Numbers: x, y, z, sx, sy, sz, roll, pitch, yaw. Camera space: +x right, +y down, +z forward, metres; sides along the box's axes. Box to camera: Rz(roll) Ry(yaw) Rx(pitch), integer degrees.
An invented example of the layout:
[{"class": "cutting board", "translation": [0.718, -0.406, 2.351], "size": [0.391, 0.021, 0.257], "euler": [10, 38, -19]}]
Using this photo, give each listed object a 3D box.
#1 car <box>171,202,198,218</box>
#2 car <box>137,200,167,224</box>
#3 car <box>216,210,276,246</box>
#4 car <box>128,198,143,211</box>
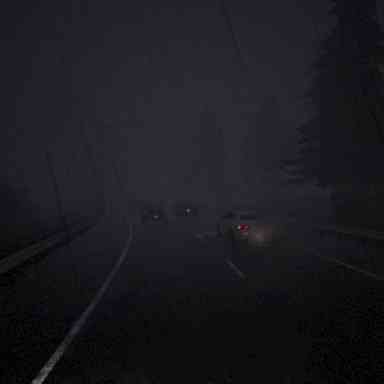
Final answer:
[{"class": "car", "translation": [-0.763, 1.605, 31.399], "size": [1.994, 1.385, 4.181], "euler": [0, 0, -13]}, {"class": "car", "translation": [-3.018, 1.566, 25.546], "size": [1.812, 1.442, 4.674], "euler": [0, 0, -12]}, {"class": "car", "translation": [2.376, 1.539, 15.383], "size": [1.812, 1.442, 4.674], "euler": [0, 0, -7]}, {"class": "car", "translation": [-6.867, 1.577, 41.416], "size": [1.837, 1.490, 4.892], "euler": [0, 0, -14]}]
